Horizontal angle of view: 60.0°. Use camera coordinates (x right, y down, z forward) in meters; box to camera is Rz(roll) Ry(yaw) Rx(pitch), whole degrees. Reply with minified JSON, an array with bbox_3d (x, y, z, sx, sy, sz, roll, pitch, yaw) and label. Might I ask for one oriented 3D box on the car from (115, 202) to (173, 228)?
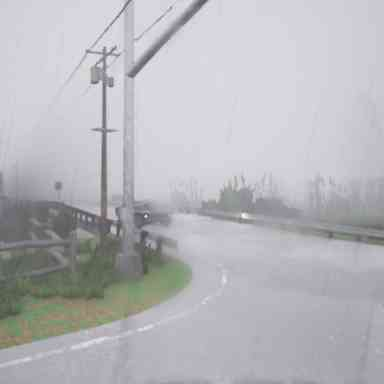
[{"bbox_3d":[-2.979,1.284,19.956,1.895,1.301,4.718,0,2,-32],"label":"car"}]
